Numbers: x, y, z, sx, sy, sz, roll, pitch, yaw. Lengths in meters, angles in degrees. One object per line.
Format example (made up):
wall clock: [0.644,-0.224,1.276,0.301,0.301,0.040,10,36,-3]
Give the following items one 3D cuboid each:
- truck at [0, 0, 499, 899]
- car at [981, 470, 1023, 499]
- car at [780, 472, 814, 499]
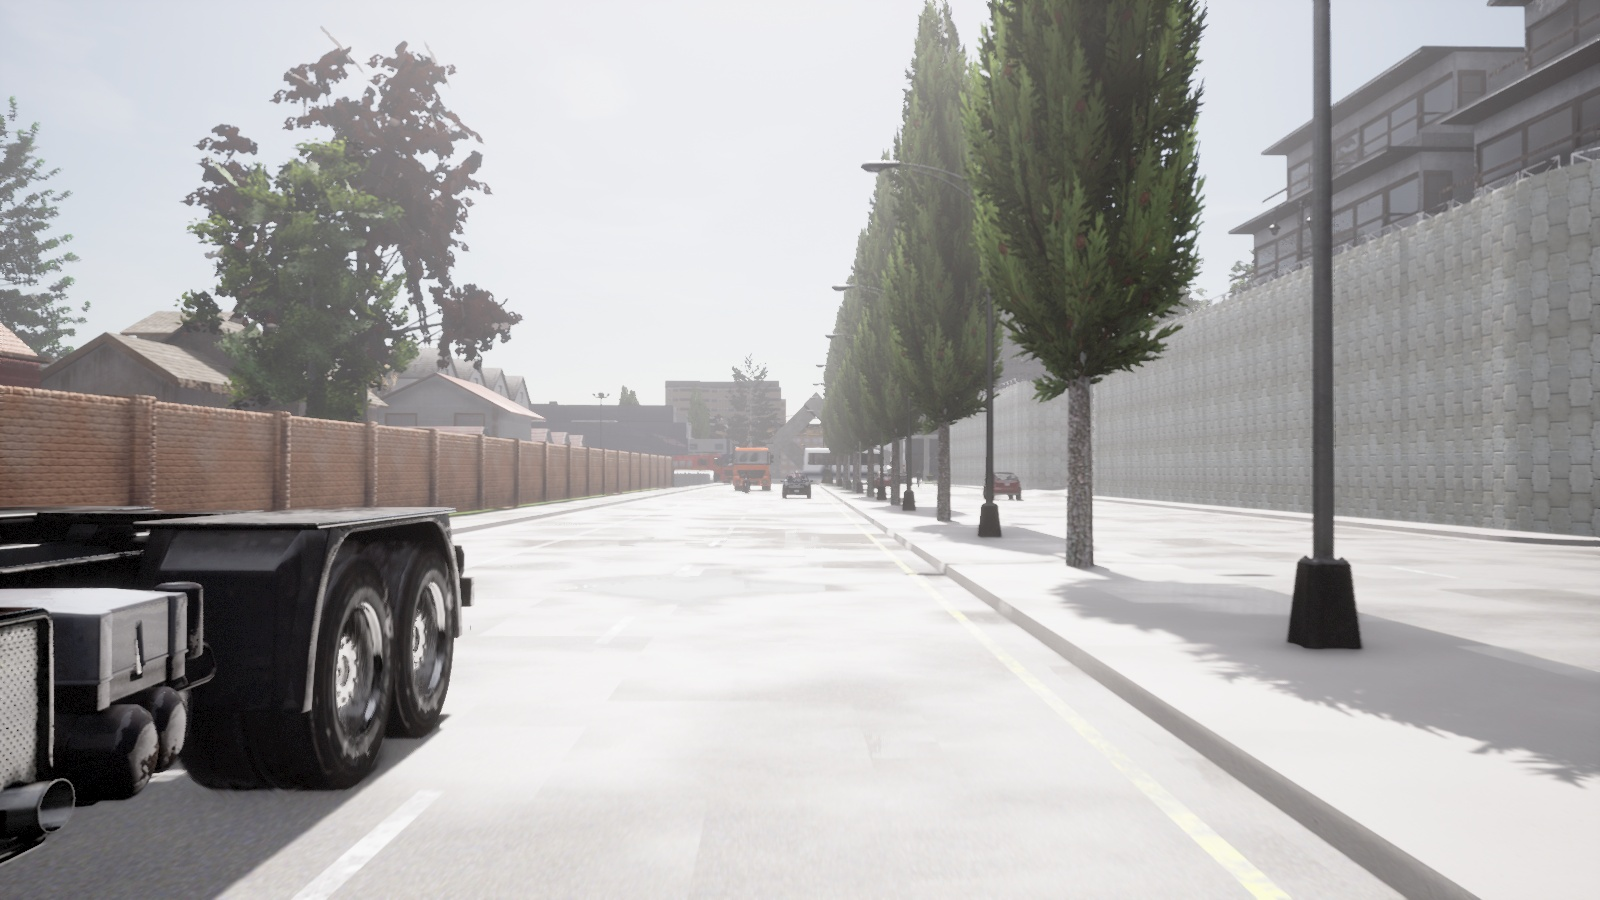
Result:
truck: [-3.515,-0.074,4.706,2.891,3.462,7.936,0,-1,0]
car: [11.331,1.931,70.647,1.789,1.549,3.705,0,-1,0]
car: [-0.171,2.032,71.819,1.845,1.501,3.633,0,-1,0]
